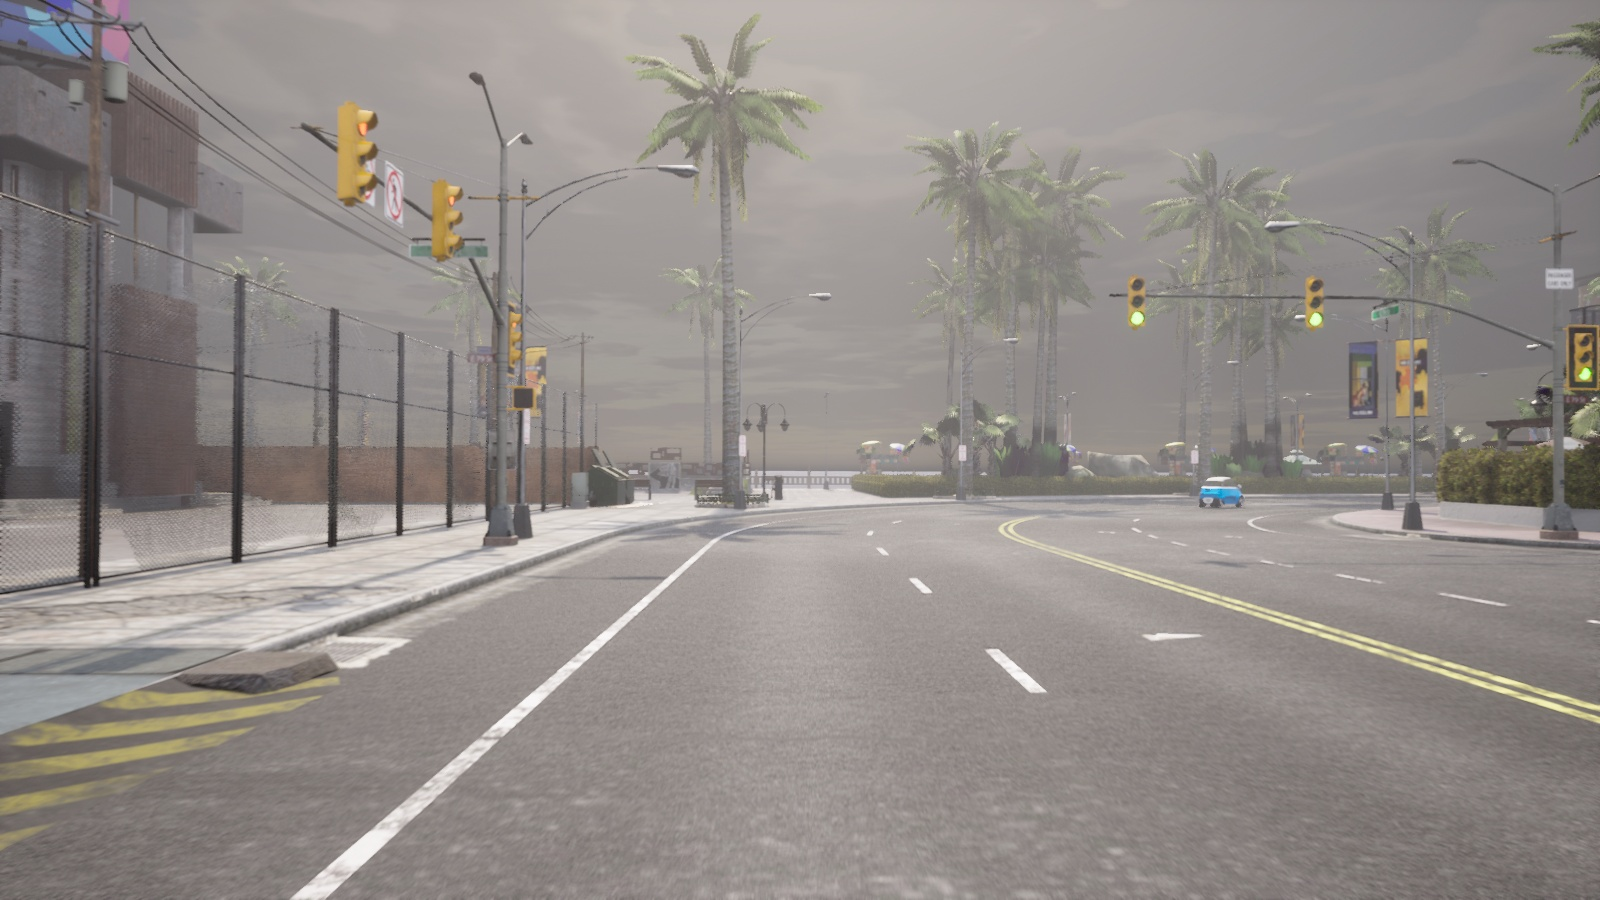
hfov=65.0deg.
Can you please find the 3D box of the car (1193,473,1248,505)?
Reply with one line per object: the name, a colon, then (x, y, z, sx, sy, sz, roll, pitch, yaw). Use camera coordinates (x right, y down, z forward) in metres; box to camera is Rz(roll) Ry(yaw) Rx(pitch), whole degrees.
car: (18.850, 1.737, 56.299, 1.481, 1.376, 2.207, -1, -1, 44)
